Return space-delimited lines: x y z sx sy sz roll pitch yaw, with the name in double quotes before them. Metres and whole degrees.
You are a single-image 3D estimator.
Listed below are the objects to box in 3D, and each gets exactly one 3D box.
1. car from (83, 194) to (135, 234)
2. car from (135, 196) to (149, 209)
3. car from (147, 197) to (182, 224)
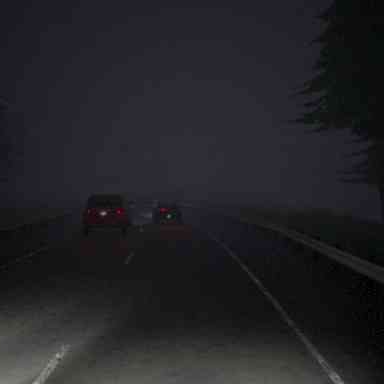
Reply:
"car" -4.572 1.105 18.534 2.150 2.045 5.566 0 0 -7
"car" -5.953 1.220 40.430 1.882 1.535 5.008 0 0 -17
"car" -1.877 1.338 23.733 2.128 1.511 4.902 0 0 -9
